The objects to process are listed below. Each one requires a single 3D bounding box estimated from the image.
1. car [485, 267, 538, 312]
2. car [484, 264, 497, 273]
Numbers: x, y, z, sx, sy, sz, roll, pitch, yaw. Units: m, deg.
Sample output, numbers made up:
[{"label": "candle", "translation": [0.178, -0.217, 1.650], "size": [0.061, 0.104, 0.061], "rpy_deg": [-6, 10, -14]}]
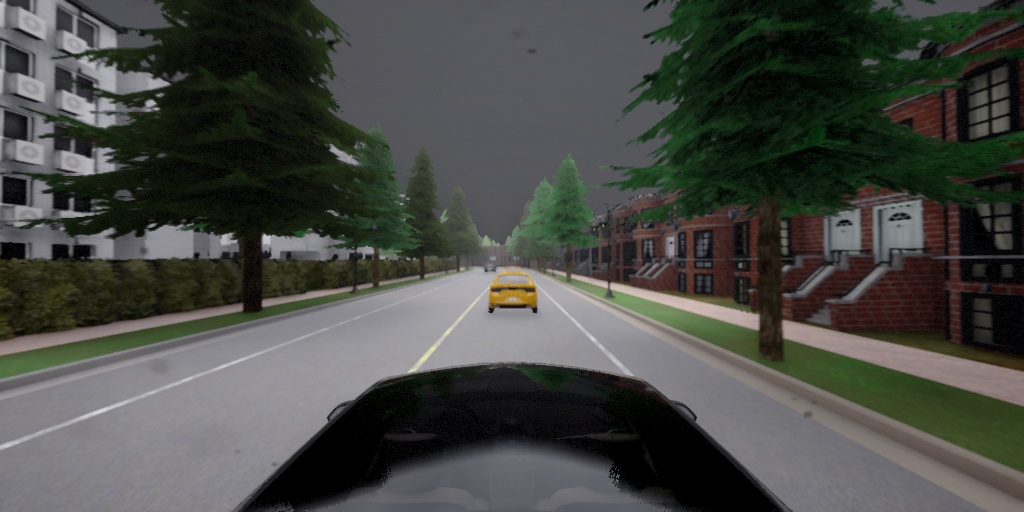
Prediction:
[{"label": "car", "translation": [0.056, 1.418, 15.292], "size": [1.882, 1.535, 5.008], "rpy_deg": [0, 0, 1]}, {"label": "car", "translation": [-3.553, 2.046, 59.166], "size": [2.128, 1.511, 4.902], "rpy_deg": [0, -1, 1]}]
